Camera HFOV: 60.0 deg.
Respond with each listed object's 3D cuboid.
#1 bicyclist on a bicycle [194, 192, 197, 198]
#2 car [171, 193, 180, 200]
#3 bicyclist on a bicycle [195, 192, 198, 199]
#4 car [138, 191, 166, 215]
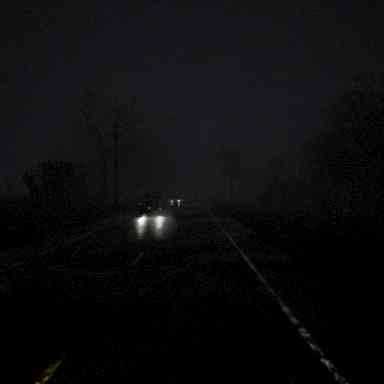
[{"bbox_3d":[0.956,0.801,85.148,0.866,1.612,1.509,0,0,0],"label":"bicyclist on a bicycle"},{"bbox_3d":[-3.502,0.905,71.503,1.812,1.442,4.674,0,0,0],"label":"car"},{"bbox_3d":[0.958,0.875,76.152,0.582,1.620,1.656,0,0,0],"label":"bicyclist on a bicycle"},{"bbox_3d":[-3.601,0.970,30.819,2.150,2.045,5.566,0,1,0],"label":"car"}]
